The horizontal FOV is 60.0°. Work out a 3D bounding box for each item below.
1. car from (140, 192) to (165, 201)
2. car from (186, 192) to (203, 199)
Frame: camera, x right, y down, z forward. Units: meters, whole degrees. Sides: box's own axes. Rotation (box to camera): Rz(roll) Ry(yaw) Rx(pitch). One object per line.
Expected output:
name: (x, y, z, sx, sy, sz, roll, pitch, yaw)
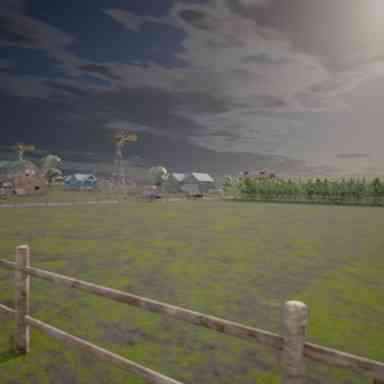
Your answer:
car: (-6.632, 0.731, 56.473, 2.128, 1.511, 4.902, 0, 1, 35)
car: (0.495, 0.699, 66.888, 1.812, 1.442, 4.674, 0, 1, 35)
